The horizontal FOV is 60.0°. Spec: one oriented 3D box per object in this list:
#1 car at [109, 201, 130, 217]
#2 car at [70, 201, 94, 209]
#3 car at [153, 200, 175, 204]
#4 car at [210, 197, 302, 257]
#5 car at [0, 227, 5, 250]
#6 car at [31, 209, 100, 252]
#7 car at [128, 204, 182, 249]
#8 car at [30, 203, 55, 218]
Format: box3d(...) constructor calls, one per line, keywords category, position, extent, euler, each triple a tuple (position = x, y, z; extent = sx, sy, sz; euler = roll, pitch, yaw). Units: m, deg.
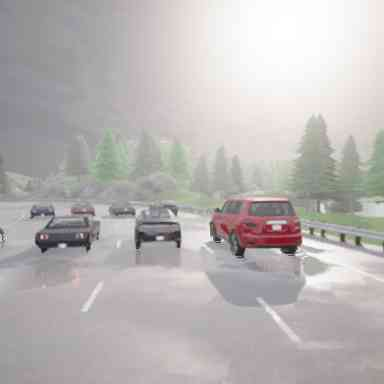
box3d(category="car", position=(-6.766, 1.565, 31.975), extent=(1.994, 1.385, 4.181), euler=(0, 0, -22))
box3d(category="car", position=(-10.571, 1.581, 32.015), extent=(1.994, 1.385, 4.181), euler=(0, 0, -24))
box3d(category="car", position=(-2.756, 1.491, 31.393), extent=(1.837, 1.490, 4.892), euler=(0, 0, -20))
box3d(category="car", position=(2.248, 1.202, 13.076), extent=(2.150, 2.045, 5.566), euler=(0, 0, -9))
box3d(category="car", position=(-8.096, 1.528, 11.312), extent=(1.837, 1.490, 4.892), euler=(0, 0, -8))
box3d(category="car", position=(-4.966, 1.609, 13.960), extent=(1.895, 1.301, 4.718), euler=(0, 0, -10))
box3d(category="car", position=(-1.597, 1.486, 14.666), extent=(2.128, 1.511, 4.902), euler=(0, 0, -10))
box3d(category="car", position=(-13.447, 1.630, 30.052), extent=(1.895, 1.301, 4.718), euler=(0, 0, -23))
